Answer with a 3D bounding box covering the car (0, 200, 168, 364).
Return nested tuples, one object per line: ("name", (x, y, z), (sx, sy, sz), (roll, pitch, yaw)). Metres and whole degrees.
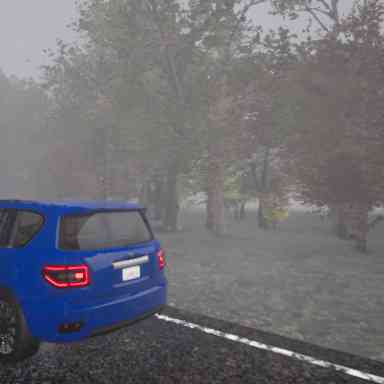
("car", (-2.964, 1.152, 5.897), (5.566, 2.045, 2.150), (0, -2, 36))
